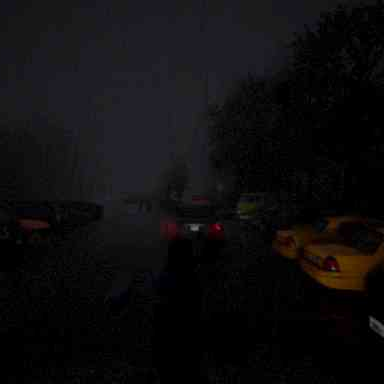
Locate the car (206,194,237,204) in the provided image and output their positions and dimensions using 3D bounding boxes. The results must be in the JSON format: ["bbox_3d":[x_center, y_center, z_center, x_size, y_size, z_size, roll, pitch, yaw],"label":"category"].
[{"bbox_3d":[4.713,1.088,53.840,4.792,1.488,2.163,0,2,0],"label":"car"}]

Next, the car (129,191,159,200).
[{"bbox_3d":[-8.332,1.058,53.834,5.008,1.535,2.097,0,2,0],"label":"car"}]

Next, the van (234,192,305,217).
[{"bbox_3d":[4.910,0.978,21.319,4.442,1.987,1.878,-1,1,0],"label":"van"}]

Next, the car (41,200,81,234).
[{"bbox_3d":[-8.011,1.196,15.668,4.553,1.767,2.185,0,1,0],"label":"car"}]

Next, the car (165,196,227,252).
[{"bbox_3d":[0.098,1.233,13.469,2.097,1.767,4.553,0,1,0],"label":"car"}]

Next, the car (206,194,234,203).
[{"bbox_3d":[4.737,1.019,56.609,4.674,1.452,2.002,0,2,0],"label":"car"}]

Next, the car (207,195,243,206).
[{"bbox_3d":[4.742,1.213,48.425,5.008,1.535,2.097,0,2,0],"label":"car"}]

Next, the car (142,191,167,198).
[{"bbox_3d":[-8.171,0.508,73.257,5.366,1.575,1.946,0,2,0],"label":"car"}]

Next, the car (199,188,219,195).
[{"bbox_3d":[4.677,-0.145,92.594,5.566,2.045,2.435,0,1,0],"label":"car"}]

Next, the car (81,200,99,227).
[{"bbox_3d":[-8.013,1.292,18.457,4.792,1.488,2.163,0,1,0],"label":"car"}]

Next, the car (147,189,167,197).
[{"bbox_3d":[-8.330,0.257,78.799,4.553,1.767,2.185,0,1,0],"label":"car"}]

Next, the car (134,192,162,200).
[{"bbox_3d":[-8.534,0.738,64.933,5.366,1.575,1.946,0,2,0],"label":"car"}]

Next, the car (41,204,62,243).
[{"bbox_3d":[-8.047,1.372,12.892,5.008,1.535,2.097,0,1,0],"label":"car"}]

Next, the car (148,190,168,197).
[{"bbox_3d":[-8.335,0.354,81.575,4.792,1.488,2.163,0,1,0],"label":"car"}]

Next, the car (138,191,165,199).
[{"bbox_3d":[-8.539,0.578,70.604,5.366,1.575,1.946,0,2,0],"label":"car"}]

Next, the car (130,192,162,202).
[{"bbox_3d":[-8.158,0.896,59.384,5.366,1.575,1.946,0,2,0],"label":"car"}]

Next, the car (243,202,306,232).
[{"bbox_3d":[5.040,1.357,15.867,4.674,1.452,2.002,0,1,0],"label":"car"}]

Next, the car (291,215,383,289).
[{"bbox_3d":[5.224,1.443,7.368,5.366,1.575,1.946,0,1,0],"label":"car"}]

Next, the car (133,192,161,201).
[{"bbox_3d":[-8.339,0.821,62.159,4.892,1.521,2.231,0,2,0],"label":"car"}]

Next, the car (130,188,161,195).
[{"bbox_3d":[-8.312,0.728,56.601,5.566,2.045,2.435,0,2,0],"label":"car"}]

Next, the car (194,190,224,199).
[{"bbox_3d":[1.240,1.013,28.457,2.097,1.767,4.553,-1,-1,19],"label":"car"}]

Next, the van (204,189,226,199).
[{"bbox_3d":[4.843,0.357,70.570,4.442,1.987,1.878,0,2,0],"label":"van"}]

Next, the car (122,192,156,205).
[{"bbox_3d":[-8.364,1.167,51.059,4.792,1.488,2.163,0,2,0],"label":"car"}]

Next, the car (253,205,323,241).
[{"bbox_3d":[5.066,1.401,12.956,4.792,1.488,2.163,0,1,0],"label":"car"}]

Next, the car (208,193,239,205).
[{"bbox_3d":[4.776,1.009,51.191,4.553,1.767,2.185,0,2,0],"label":"car"}]

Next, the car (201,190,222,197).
[{"bbox_3d":[4.721,0.326,81.521,5.008,1.535,2.097,0,1,0],"label":"car"}]

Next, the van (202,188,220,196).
[{"bbox_3d":[4.830,0.045,84.286,4.442,1.987,1.878,0,1,0],"label":"van"}]

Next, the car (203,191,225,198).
[{"bbox_3d":[4.752,0.539,73.347,4.792,1.488,2.163,0,2,0],"label":"car"}]

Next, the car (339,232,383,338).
[{"bbox_3d":[5.010,1.497,4.712,4.792,1.488,2.163,0,0,0],"label":"car"}]

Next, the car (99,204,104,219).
[{"bbox_3d":[-8.072,1.233,21.240,4.792,1.488,2.163,0,1,0],"label":"car"}]

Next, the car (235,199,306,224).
[{"bbox_3d":[5.040,1.299,18.652,4.674,1.452,2.002,0,1,0],"label":"car"}]

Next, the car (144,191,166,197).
[{"bbox_3d":[-8.365,0.445,76.023,4.892,1.521,2.231,0,2,0],"label":"car"}]

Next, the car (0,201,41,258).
[{"bbox_3d":[-8.013,1.163,10.095,5.566,2.045,2.435,0,1,0],"label":"car"}]

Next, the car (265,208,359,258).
[{"bbox_3d":[5.224,1.410,10.163,5.366,1.575,1.946,0,1,0],"label":"car"}]

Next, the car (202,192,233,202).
[{"bbox_3d":[4.551,0.897,59.377,5.366,1.575,1.946,0,2,0],"label":"car"}]

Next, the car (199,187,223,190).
[{"bbox_3d":[4.760,0.491,64.907,5.566,2.045,2.435,0,2,0],"label":"car"}]

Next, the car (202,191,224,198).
[{"bbox_3d":[4.750,0.475,75.985,4.792,1.488,2.163,0,1,0],"label":"car"}]

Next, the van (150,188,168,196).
[{"bbox_3d":[-8.250,0.044,84.346,4.442,1.987,1.878,0,1,0],"label":"van"}]
